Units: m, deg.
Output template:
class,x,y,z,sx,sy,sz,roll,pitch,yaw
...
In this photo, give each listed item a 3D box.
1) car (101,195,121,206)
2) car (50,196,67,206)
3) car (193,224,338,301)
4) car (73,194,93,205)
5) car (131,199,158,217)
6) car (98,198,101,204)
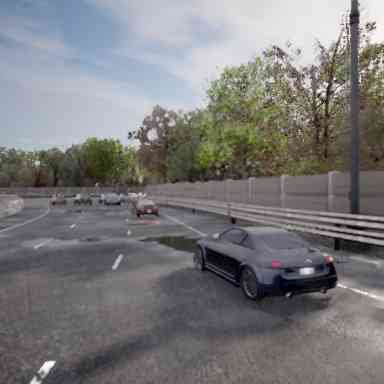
class,x,y,z,sx,sy,sz,roll,pitch,yaw
car,-11.698,1.327,48.799,1.994,1.385,4.181,0,0,-21
car,-20.169,1.287,50.191,2.128,1.511,4.902,0,0,-31
car,1.547,1.506,8.370,1.994,1.385,4.181,0,0,-20
car,-16.998,1.122,51.698,2.097,1.767,4.553,0,0,-31
car,-4.211,1.381,29.389,1.812,1.442,4.674,0,1,-18
car,-13.590,1.252,52.942,1.837,1.490,4.892,0,1,-31
